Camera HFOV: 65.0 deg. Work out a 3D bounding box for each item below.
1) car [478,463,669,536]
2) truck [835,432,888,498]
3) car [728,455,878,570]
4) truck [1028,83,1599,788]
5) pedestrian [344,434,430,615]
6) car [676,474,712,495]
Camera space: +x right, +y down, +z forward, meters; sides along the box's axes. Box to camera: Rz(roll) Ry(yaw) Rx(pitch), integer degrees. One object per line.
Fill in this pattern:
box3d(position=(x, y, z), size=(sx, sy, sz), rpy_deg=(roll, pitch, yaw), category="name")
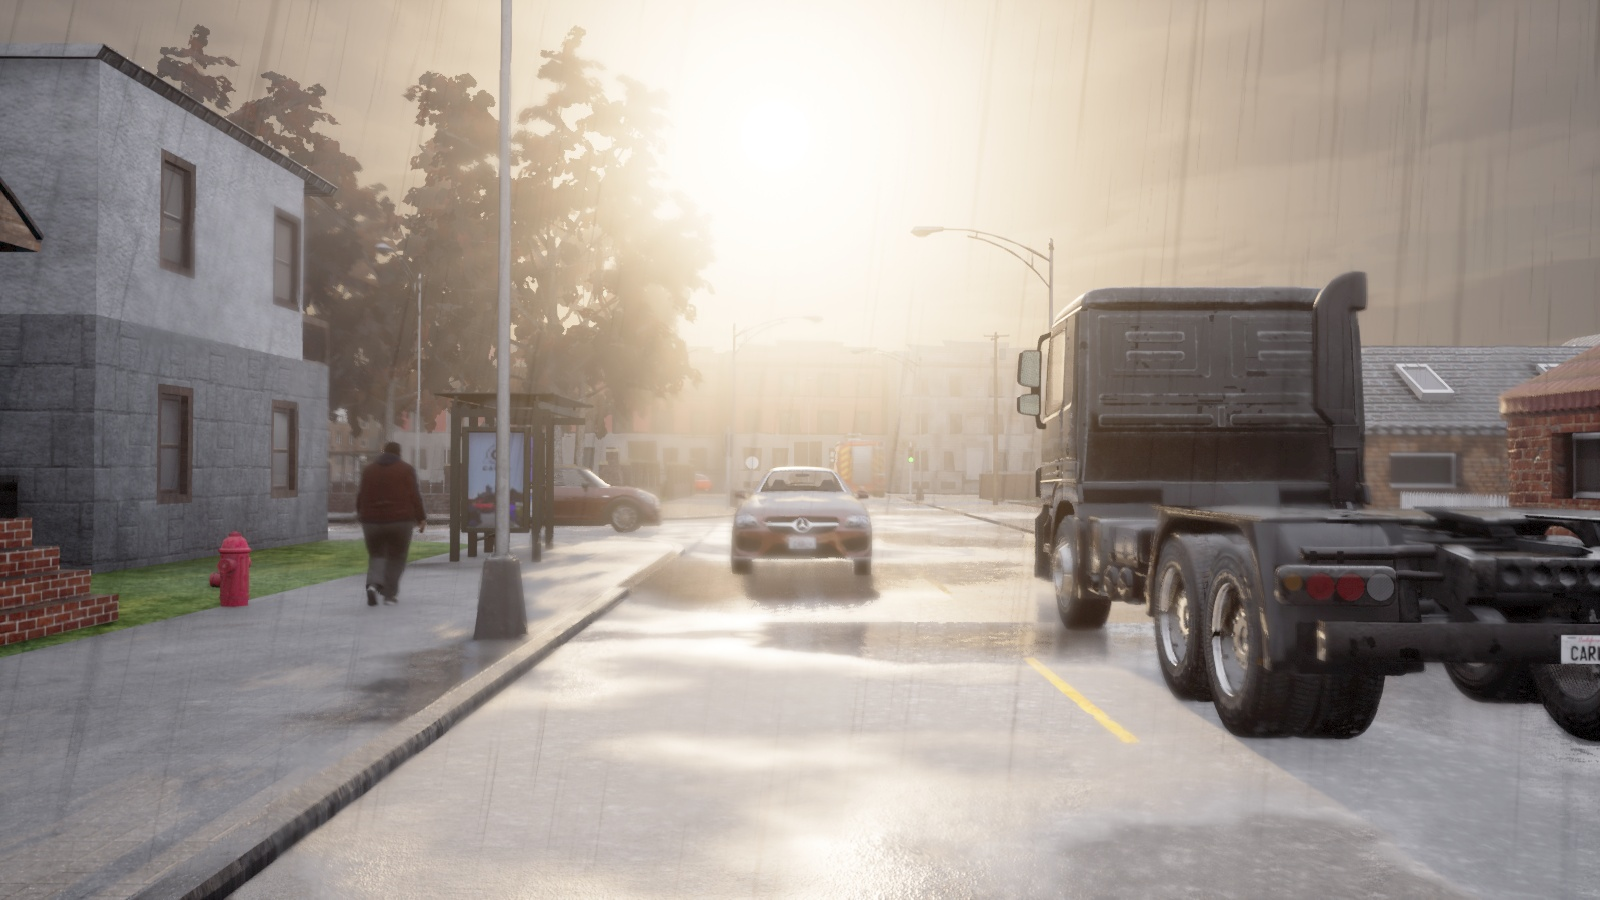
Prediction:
box3d(position=(-5.634, 1.228, 31.726), size=(4.553, 1.767, 2.097), rpy_deg=(0, -1, -4), category="car")
box3d(position=(3.712, 0.939, 77.693), size=(2.891, 3.827, 8.468), rpy_deg=(-1, -1, 1), category="truck")
box3d(position=(0.037, 0.939, 20.579), size=(2.152, 1.651, 5.027), rpy_deg=(0, -1, 0), category="car")
box3d(position=(3.956, -0.013, 10.135), size=(2.891, 3.462, 7.936), rpy_deg=(0, -1, 1), category="truck")
box3d(position=(-4.356, 0.765, 13.293), size=(0.634, 1.844, 0.899), rpy_deg=(0, -1, -1), category="pedestrian")
box3d(position=(-7.110, 2.319, 84.656), size=(2.207, 1.376, 1.481), rpy_deg=(0, -1, 5), category="car")
